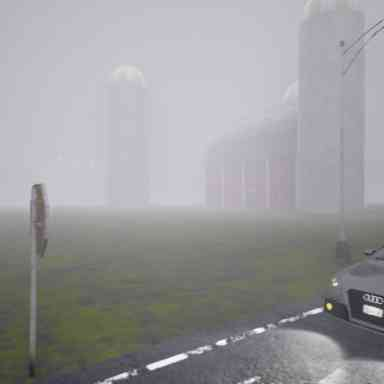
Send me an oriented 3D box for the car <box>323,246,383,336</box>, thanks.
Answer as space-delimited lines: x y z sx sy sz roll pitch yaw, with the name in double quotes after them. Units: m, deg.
4.280 1.559 6.010 4.181 1.385 1.994 0 0 -35 "car"
